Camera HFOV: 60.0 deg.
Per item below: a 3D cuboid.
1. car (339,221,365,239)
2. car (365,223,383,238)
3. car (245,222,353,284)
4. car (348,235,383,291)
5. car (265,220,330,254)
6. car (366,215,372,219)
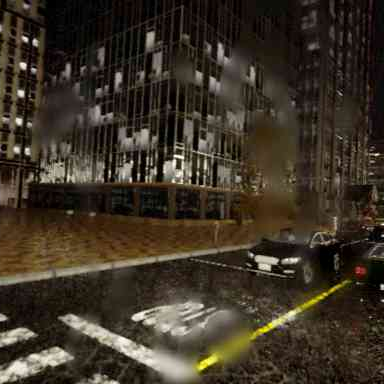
[{"bbox_3d":[13.079,3.041,27.147,1.802,1.307,4.206,2,-2,39],"label":"car"},{"bbox_3d":[14.956,3.050,25.347,1.994,1.385,4.181,1,-2,39],"label":"car"},{"bbox_3d":[3.622,2.003,11.388,2.128,1.511,4.902,1,-2,39],"label":"car"},{"bbox_3d":[6.263,2.183,9.809,1.895,1.301,4.718,1,-2,41],"label":"car"},{"bbox_3d":[5.981,2.373,18.393,1.752,1.417,4.829,2,-2,39],"label":"car"},{"bbox_3d":[40.447,5.671,79.244,4.507,1.381,1.887,2,-3,39],"label":"car"}]
